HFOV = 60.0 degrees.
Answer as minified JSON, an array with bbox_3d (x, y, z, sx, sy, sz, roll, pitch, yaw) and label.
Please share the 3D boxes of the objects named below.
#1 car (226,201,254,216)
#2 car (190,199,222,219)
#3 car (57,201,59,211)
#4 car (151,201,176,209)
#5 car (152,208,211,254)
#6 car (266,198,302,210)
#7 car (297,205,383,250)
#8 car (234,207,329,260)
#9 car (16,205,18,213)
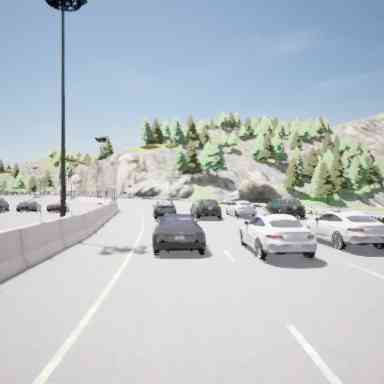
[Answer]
[{"bbox_3d":[4.419,1.522,30.251,1.812,1.442,4.674,0,0,-9],"label":"car"},{"bbox_3d":[1.122,1.355,28.682,2.097,1.767,4.553,0,0,-9],"label":"car"},{"bbox_3d":[-15.061,1.636,37.760,1.895,1.301,4.718,0,0,-13],"label":"car"},{"bbox_3d":[-2.401,1.501,28.590,2.128,1.511,4.902,0,0,-9],"label":"car"},{"bbox_3d":[-0.578,1.567,13.573,1.994,1.385,4.181,0,0,-4],"label":"car"},{"bbox_3d":[8.102,1.341,29.347,2.097,1.767,4.553,0,0,-8],"label":"car"},{"bbox_3d":[6.397,1.516,14.148,1.812,1.442,4.674,0,0,-4],"label":"car"},{"bbox_3d":[3.022,1.522,12.390,1.812,1.442,4.674,0,0,-4],"label":"car"},{"bbox_3d":[-18.852,1.607,38.553,1.994,1.385,4.181,0,0,-14],"label":"car"}]
